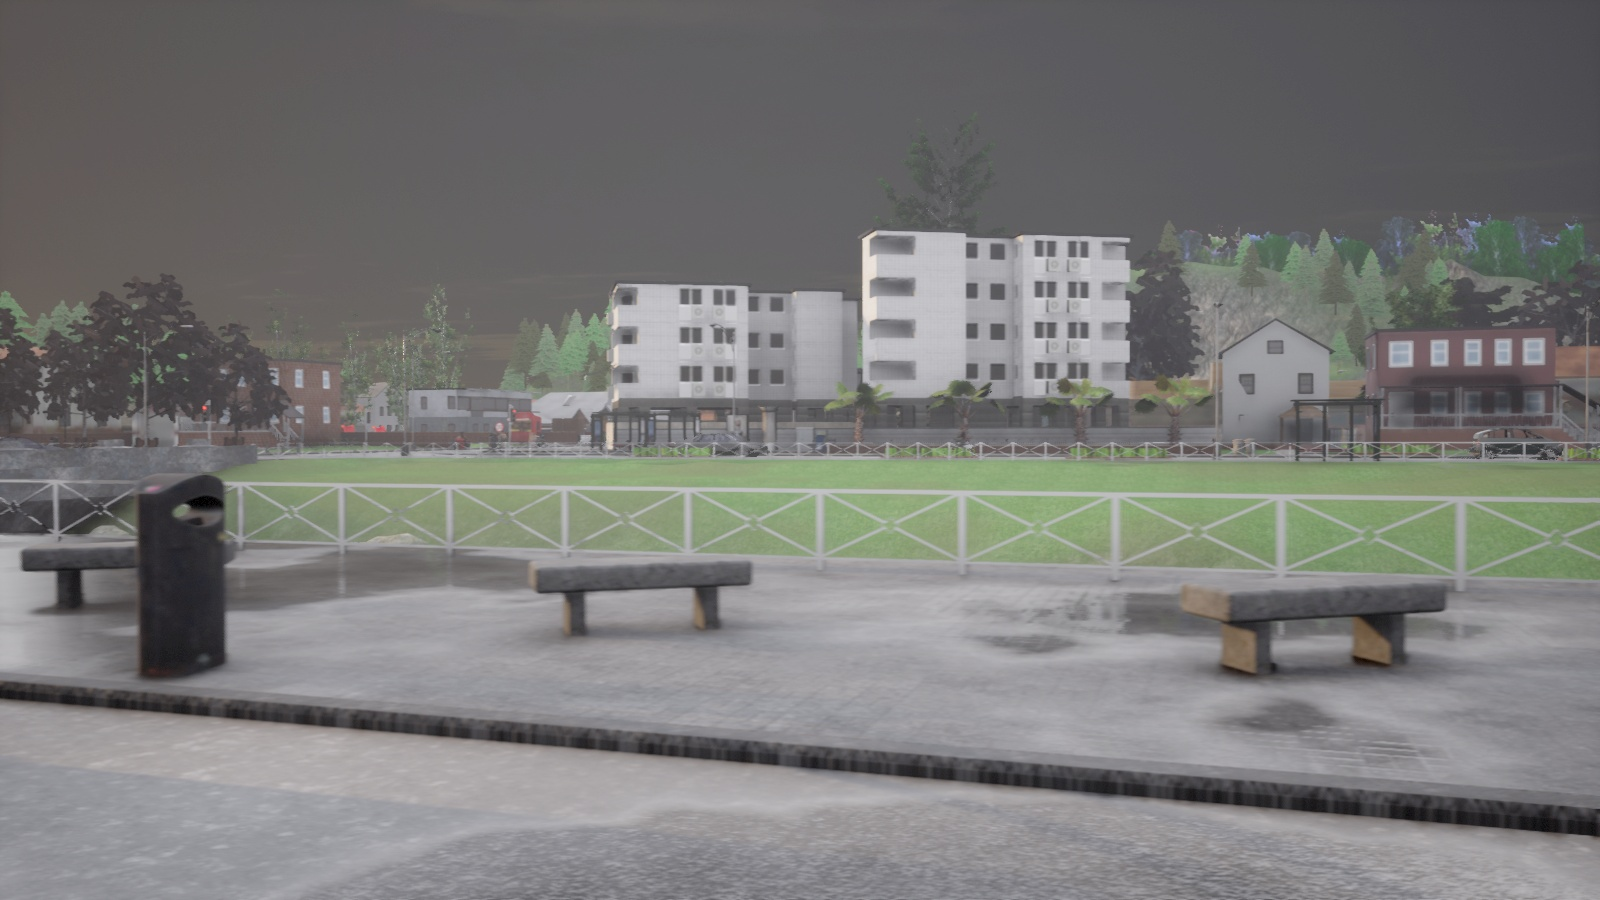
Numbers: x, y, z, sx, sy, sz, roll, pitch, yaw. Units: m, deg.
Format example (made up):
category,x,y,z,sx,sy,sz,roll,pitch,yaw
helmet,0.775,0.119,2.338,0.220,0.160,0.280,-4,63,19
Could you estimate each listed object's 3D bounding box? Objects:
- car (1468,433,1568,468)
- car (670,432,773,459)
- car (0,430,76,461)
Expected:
category,x,y,z,sx,sy,sz,roll,pitch,yaw
car,32.970,0.006,57.740,3.705,1.549,1.789,0,1,19
car,-4.384,-0.267,70.276,5.357,1.411,2.033,1,1,19
car,-37.423,-0.218,59.453,2.033,1.411,5.357,1,1,20
